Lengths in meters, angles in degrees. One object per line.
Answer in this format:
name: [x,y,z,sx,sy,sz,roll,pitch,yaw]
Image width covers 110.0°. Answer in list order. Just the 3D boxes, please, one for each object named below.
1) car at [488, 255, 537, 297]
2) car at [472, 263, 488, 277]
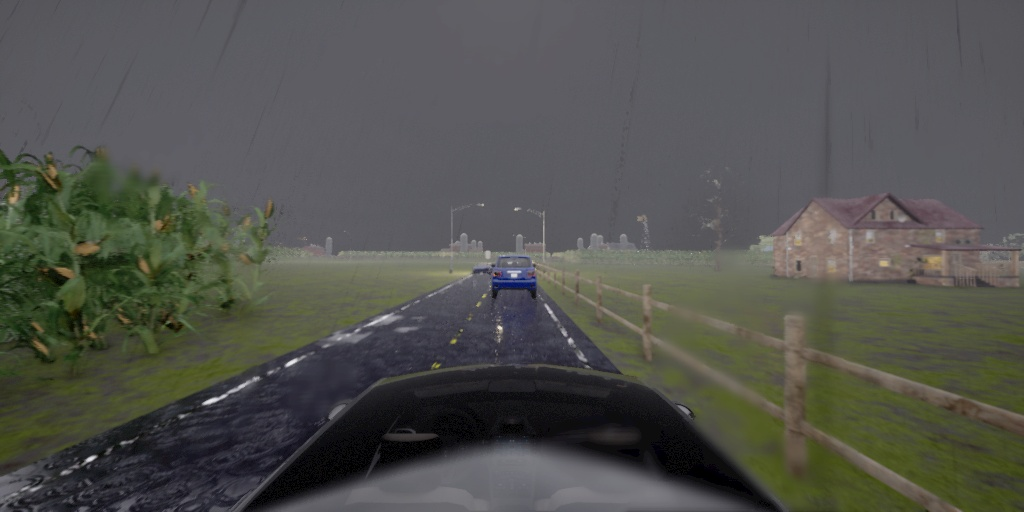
car: [0.101,0.968,18.810,2.150,2.045,5.566,0,0,0]
car: [-2.847,1.333,35.821,1.895,1.301,4.718,0,0,0]
